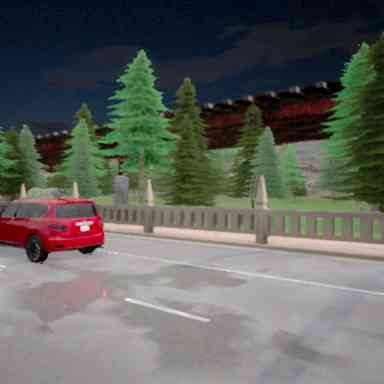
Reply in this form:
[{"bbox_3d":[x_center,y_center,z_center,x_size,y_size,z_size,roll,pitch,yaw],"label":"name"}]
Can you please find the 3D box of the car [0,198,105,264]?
[{"bbox_3d":[-5.606,1.250,12.247,5.566,2.045,2.150,0,0,36],"label":"car"}]
